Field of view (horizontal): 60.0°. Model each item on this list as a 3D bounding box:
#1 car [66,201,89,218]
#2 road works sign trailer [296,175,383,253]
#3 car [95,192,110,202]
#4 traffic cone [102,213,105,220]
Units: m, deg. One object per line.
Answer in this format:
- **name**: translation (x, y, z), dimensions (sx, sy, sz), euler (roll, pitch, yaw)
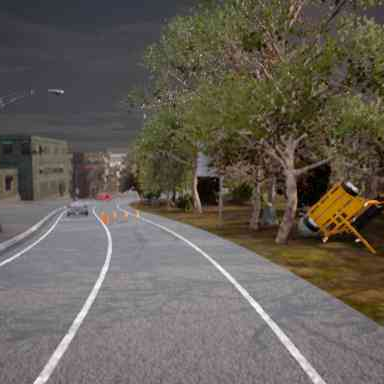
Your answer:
- **car**: translation (-10.758, 1.592, 31.285), dimensions (1.812, 1.442, 4.674), euler (-2, 1, -18)
- **road works sign trailer**: translation (6.678, 1.140, 13.367), dimensions (3.560, 2.380, 2.880), euler (0, 46, -45)
- **car**: translation (-18.940, 1.051, 70.684), dimensions (2.150, 2.045, 5.566), euler (0, 0, -3)
- **traffic cone**: translation (-5.903, 1.946, 23.193), dimensions (0.340, 0.580, 0.340), euler (-2, 0, -18)
